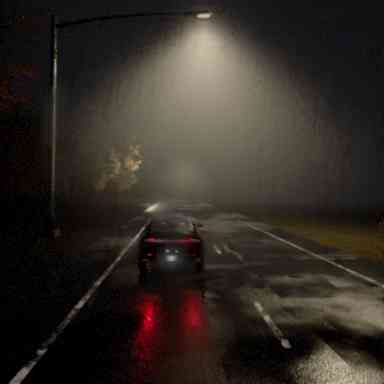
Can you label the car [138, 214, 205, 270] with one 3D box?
[{"bbox_3d":[-0.644,1.471,10.889,2.128,1.511,4.902,1,0,-3],"label":"car"}]
